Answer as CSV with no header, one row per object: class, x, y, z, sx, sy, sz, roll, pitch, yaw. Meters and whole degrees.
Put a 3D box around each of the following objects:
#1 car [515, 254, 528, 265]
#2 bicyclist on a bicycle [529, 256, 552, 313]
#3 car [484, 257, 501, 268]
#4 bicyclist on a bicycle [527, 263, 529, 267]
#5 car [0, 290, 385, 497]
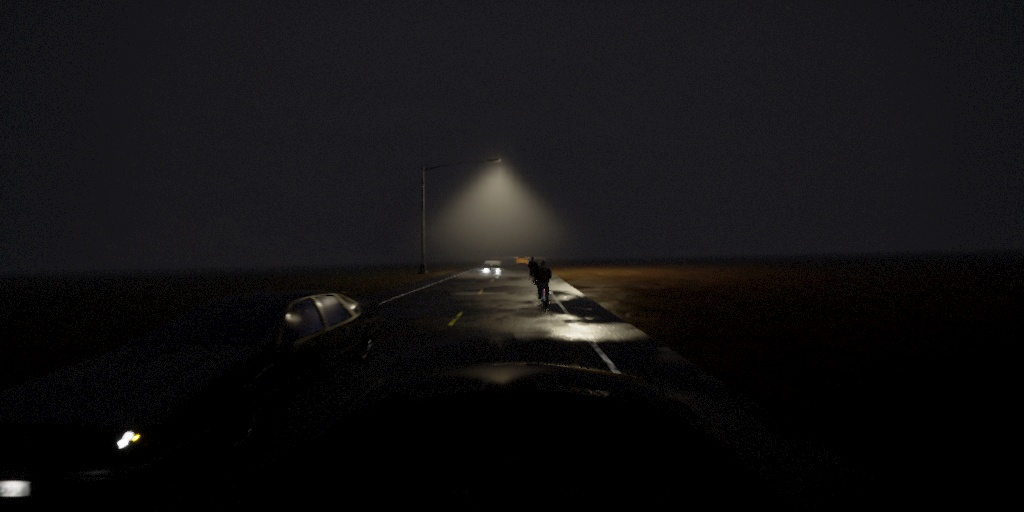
car,1.483,0.621,55.388,1.882,1.535,5.008,0,1,2
bicyclist on a bicycle,1.050,1.002,12.239,0.659,1.776,1.843,0,1,1
car,-2.463,0.840,46.586,1.895,1.301,4.718,0,1,2
bicyclist on a bicycle,1.222,0.900,21.208,0.659,1.776,1.843,0,1,1
car,-3.581,1.254,5.231,2.033,1.411,5.357,0,1,0
